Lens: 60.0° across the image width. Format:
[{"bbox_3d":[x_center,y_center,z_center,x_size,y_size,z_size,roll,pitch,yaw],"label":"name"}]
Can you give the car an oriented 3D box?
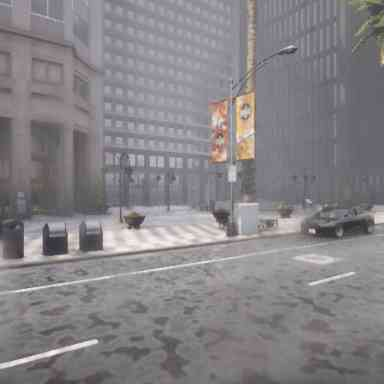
[{"bbox_3d":[7.798,1.509,17.649,4.786,1.482,2.161,0,0,-36],"label":"car"}]
